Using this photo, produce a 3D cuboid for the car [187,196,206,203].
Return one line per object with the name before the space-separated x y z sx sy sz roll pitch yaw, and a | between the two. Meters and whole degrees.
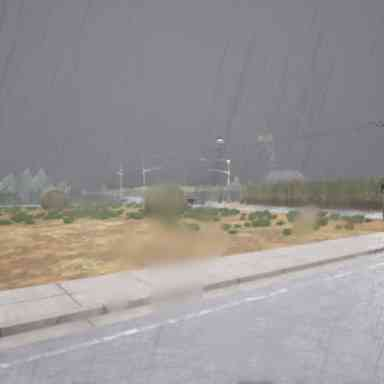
car | 0.327 1.381 53.995 2.128 1.511 4.902 0 0 -33
